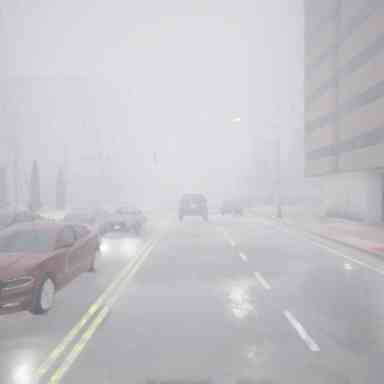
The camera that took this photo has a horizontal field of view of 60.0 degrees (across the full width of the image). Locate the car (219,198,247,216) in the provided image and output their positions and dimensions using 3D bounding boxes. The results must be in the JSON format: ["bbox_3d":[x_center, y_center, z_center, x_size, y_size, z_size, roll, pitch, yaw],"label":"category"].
[{"bbox_3d":[3.599,1.480,31.257,1.895,1.301,4.718,0,0,0],"label":"car"}]

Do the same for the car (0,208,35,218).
[{"bbox_3d":[-7.082,1.428,12.542,1.882,1.535,5.008,0,0,0],"label":"car"}]

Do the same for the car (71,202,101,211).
[{"bbox_3d":[-7.021,1.438,22.525,1.812,1.442,4.674,0,0,0],"label":"car"}]

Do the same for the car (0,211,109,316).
[{"bbox_3d":[-3.573,1.447,7.745,1.882,1.535,5.008,0,0,0],"label":"car"}]

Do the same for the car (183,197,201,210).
[{"bbox_3d":[0.049,1.354,41.328,2.033,1.411,5.357,0,1,0],"label":"car"}]

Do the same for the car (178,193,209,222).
[{"bbox_3d":[0.098,1.122,25.721,2.150,2.045,5.566,0,0,0],"label":"car"}]

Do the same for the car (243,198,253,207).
[{"bbox_3d":[6.150,1.392,42.817,1.895,1.301,4.718,0,0,34],"label":"car"}]

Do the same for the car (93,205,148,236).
[{"bbox_3d":[-3.557,1.494,17.880,1.994,1.385,4.181,0,0,1],"label":"car"}]
